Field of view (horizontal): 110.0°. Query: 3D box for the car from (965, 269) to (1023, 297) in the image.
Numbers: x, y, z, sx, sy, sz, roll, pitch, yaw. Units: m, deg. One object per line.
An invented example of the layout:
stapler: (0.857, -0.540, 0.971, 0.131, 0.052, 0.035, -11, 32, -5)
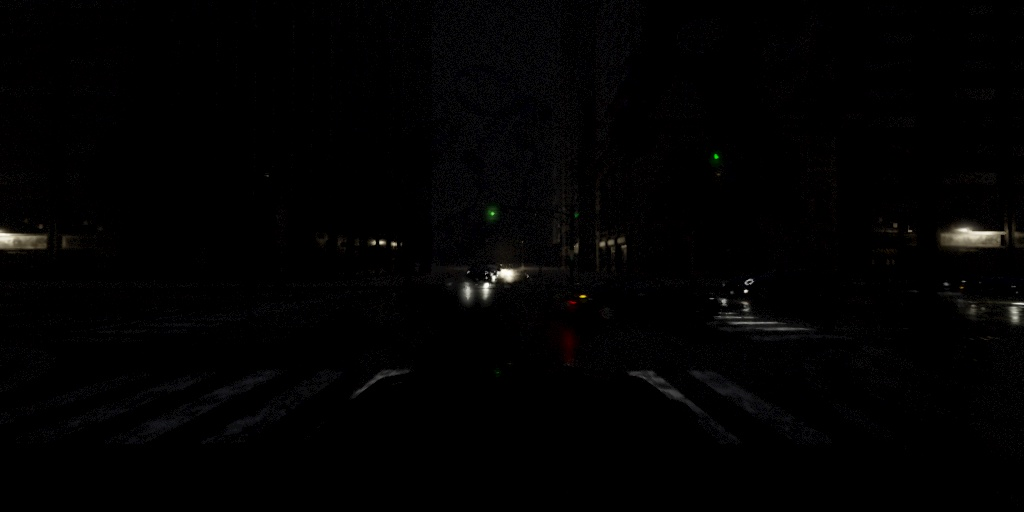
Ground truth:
car: (26.874, 1.366, 18.209, 5.008, 1.535, 1.882, 0, -1, 0)

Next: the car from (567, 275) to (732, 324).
car: (4.120, 1.339, 11.553, 4.674, 1.442, 1.812, 0, -1, 0)

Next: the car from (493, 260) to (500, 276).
car: (-3.131, 1.588, 48.699, 2.150, 2.045, 5.566, 0, -1, 0)

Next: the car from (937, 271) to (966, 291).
car: (27.981, 1.510, 21.460, 4.181, 1.385, 1.994, 0, -1, 0)

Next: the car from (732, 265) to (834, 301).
car: (13.338, 1.266, 18.156, 4.553, 1.767, 2.097, 0, -1, -1)

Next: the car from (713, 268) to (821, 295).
car: (15.085, 1.464, 21.431, 4.902, 1.511, 2.128, 0, -1, 0)

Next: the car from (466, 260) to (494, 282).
car: (-3.088, 1.515, 33.924, 2.097, 1.767, 4.553, 0, -1, 0)
